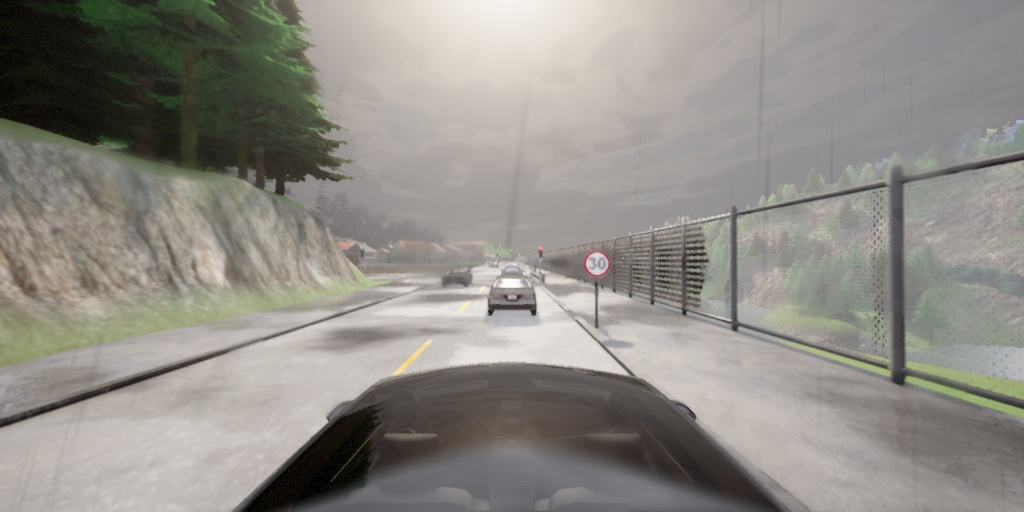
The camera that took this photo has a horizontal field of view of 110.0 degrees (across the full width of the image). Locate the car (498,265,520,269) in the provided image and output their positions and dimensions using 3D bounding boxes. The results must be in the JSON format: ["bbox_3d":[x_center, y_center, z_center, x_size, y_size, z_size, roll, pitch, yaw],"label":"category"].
[{"bbox_3d":[0.009,1.588,30.737,1.812,1.442,4.674,0,0,0],"label":"car"}]

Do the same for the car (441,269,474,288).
[{"bbox_3d":[-4.031,1.624,26.997,1.895,1.301,4.718,0,-1,0],"label":"car"}]

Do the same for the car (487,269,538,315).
[{"bbox_3d":[0.005,1.434,14.368,2.033,1.411,5.357,0,-1,0],"label":"car"}]
